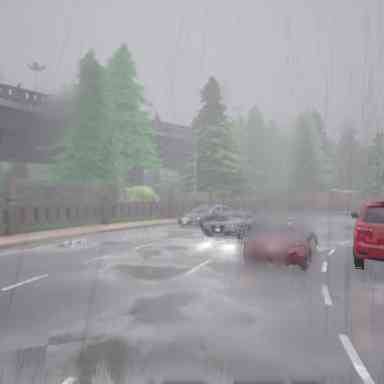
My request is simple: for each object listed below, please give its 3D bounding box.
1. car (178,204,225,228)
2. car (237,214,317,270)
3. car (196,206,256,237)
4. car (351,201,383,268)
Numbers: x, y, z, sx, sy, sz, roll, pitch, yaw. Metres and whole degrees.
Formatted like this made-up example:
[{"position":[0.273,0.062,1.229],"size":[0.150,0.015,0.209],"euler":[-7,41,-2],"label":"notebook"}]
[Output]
[{"position":[1.103,1.538,21.538],"size":[2.128,1.511,4.902],"euler":[0,0,39],"label":"car"},{"position":[3.184,1.618,11.553],"size":[1.994,1.385,4.181],"euler":[1,0,24],"label":"car"},{"position":[2.347,1.618,17.379],"size":[1.994,1.385,4.181],"euler":[0,0,35],"label":"car"},{"position":[6.632,1.314,11.111],"size":[2.150,2.045,5.566],"euler":[0,0,27],"label":"car"}]
